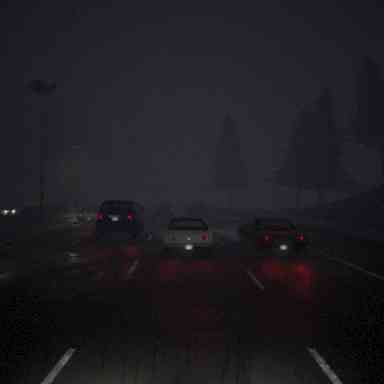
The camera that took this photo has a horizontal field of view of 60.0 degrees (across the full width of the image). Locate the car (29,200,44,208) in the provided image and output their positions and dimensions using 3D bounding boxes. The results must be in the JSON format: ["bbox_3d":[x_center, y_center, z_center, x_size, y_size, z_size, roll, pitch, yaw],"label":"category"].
[{"bbox_3d":[-26.296,2.131,56.255,1.882,1.535,5.008,0,-1,-18],"label":"car"}]

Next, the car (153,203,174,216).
[{"bbox_3d":[-3.396,1.978,39.182,1.812,1.442,4.674,0,-1,-12],"label":"car"}]

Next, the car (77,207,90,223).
[{"bbox_3d":[-8.775,1.941,29.396,1.895,1.301,4.718,0,-1,-8],"label":"car"}]

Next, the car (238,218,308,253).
[{"bbox_3d":[3.268,1.769,14.497,1.895,1.301,4.718,0,-1,-3],"label":"car"}]

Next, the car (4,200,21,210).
[{"bbox_3d":[-29.551,2.136,54.953,2.128,1.511,4.902,0,-1,-18],"label":"car"}]

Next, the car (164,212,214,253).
[{"bbox_3d":[-0.233,1.769,14.497,1.895,1.301,4.718,0,-1,-3],"label":"car"}]

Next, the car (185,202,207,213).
[{"bbox_3d":[0.445,1.929,37.760,2.128,1.511,4.902,0,-1,-11],"label":"car"}]

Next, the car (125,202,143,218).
[{"bbox_3d":[-6.506,1.932,36.864,1.837,1.490,4.892,1,0,-11],"label":"car"}]

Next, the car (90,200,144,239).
[{"bbox_3d":[-4.019,1.443,19.040,2.150,2.045,5.566,0,-1,-5],"label":"car"}]
